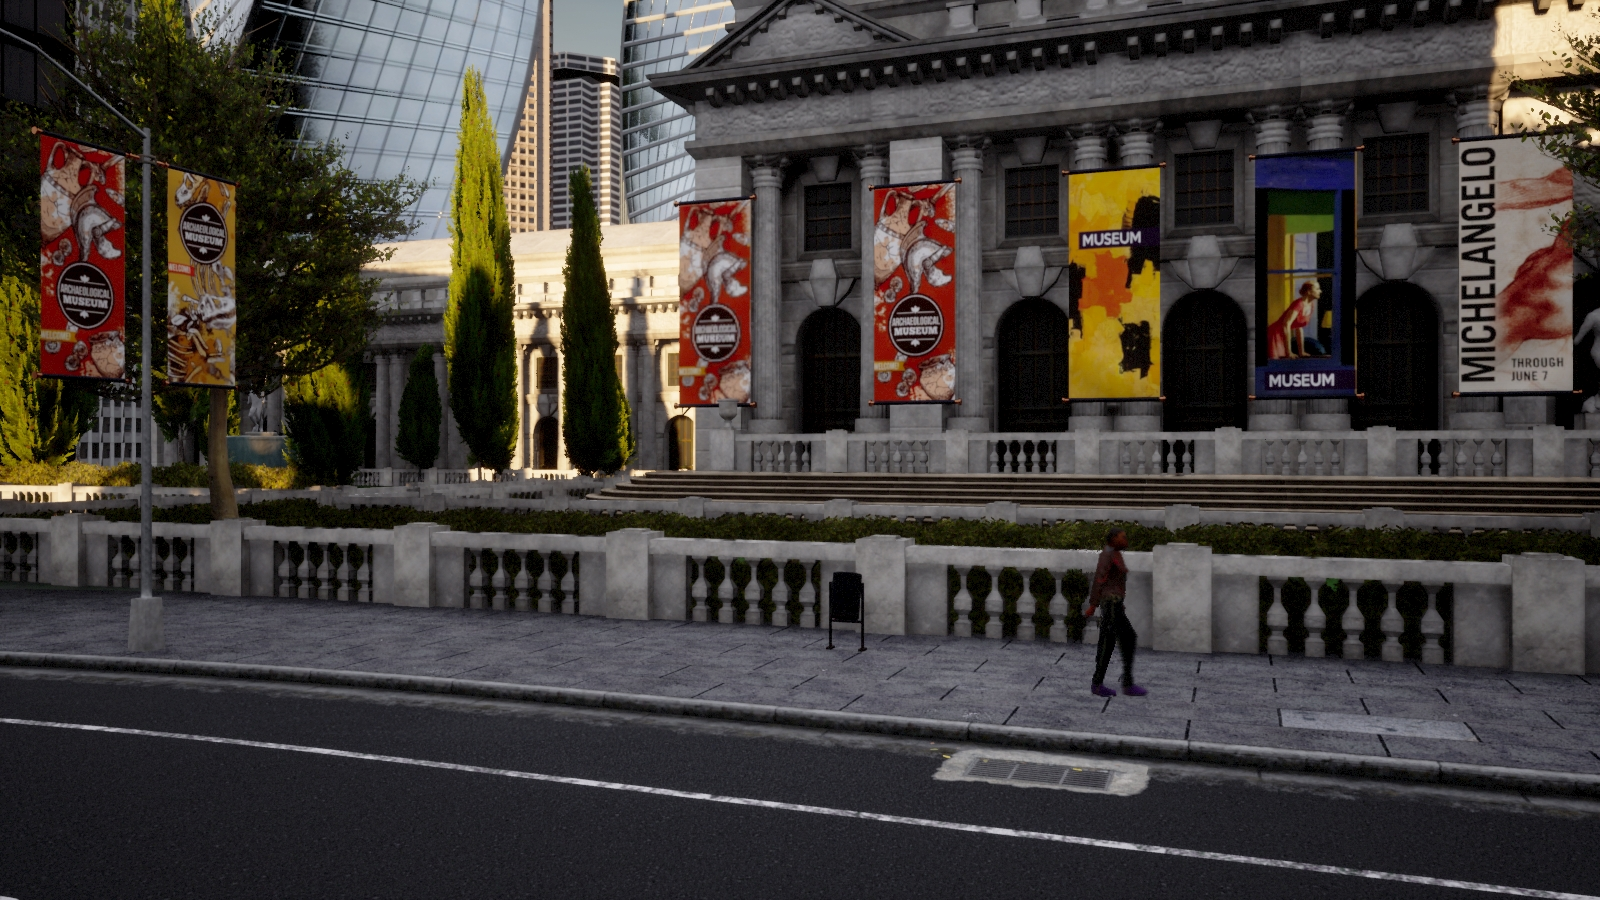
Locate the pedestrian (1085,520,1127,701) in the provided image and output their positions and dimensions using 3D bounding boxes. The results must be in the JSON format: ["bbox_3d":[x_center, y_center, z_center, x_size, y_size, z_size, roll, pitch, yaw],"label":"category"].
[{"bbox_3d":[3.263,1.696,12.179,0.375,1.860,0.375,0,0,23],"label":"pedestrian"}]
